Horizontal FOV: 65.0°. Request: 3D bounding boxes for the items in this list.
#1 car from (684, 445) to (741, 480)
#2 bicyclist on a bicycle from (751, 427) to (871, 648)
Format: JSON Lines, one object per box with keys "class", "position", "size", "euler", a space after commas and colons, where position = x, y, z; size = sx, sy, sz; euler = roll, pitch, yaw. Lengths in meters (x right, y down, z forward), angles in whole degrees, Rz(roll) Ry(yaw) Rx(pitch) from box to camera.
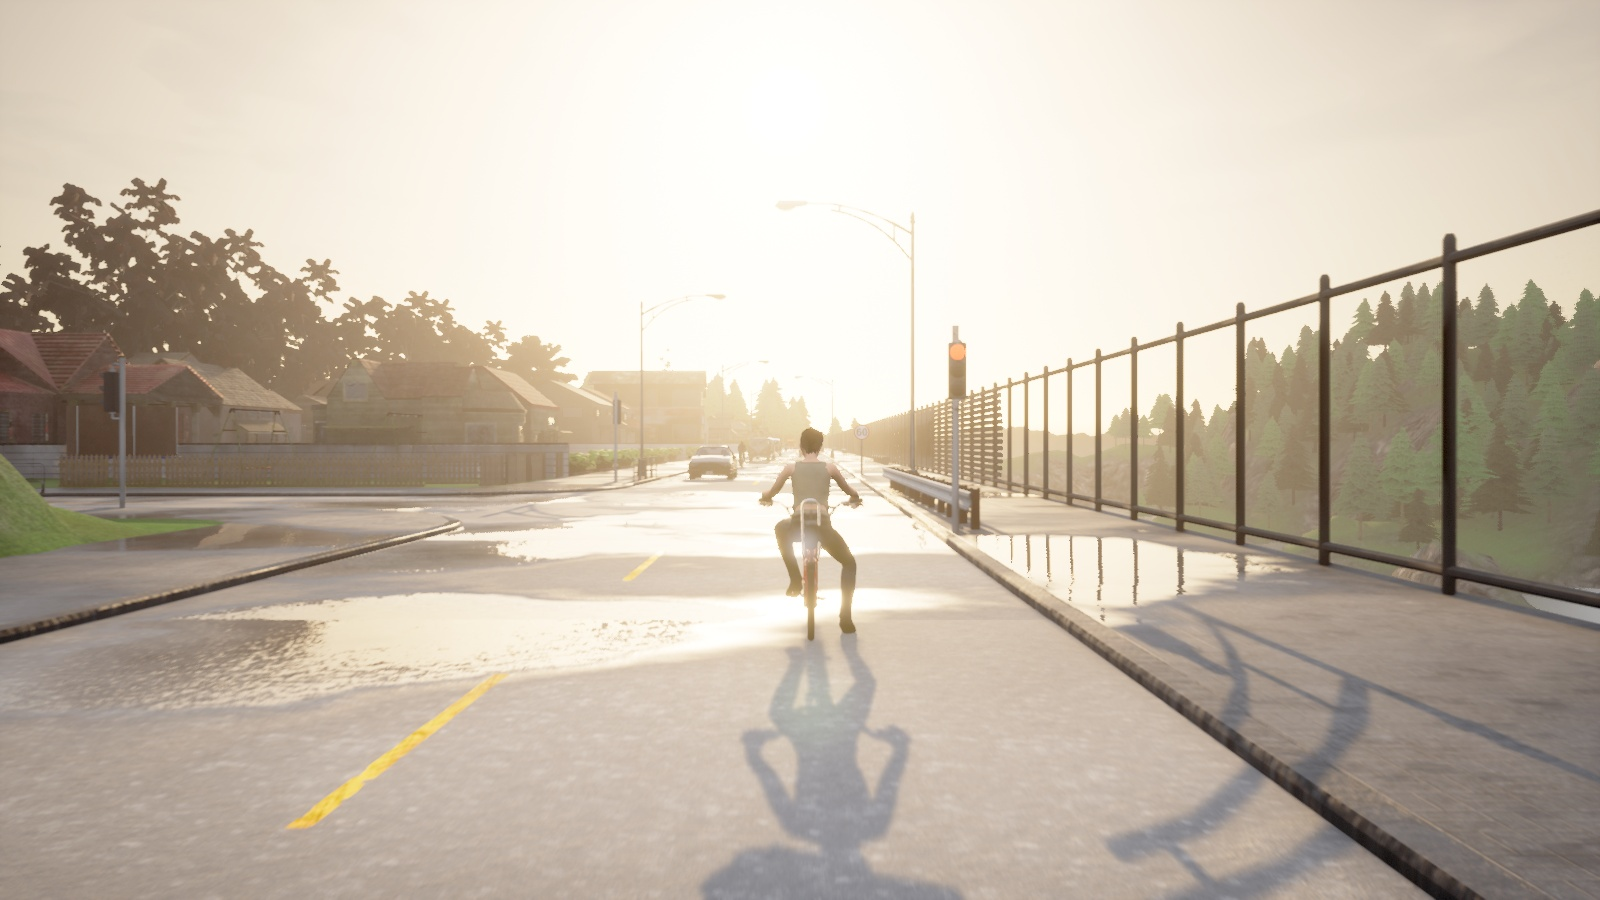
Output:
{"class": "car", "position": [-3.646, 0.497, 53.185], "size": [2.033, 1.411, 5.357], "euler": [0, 0, 0]}
{"class": "bicyclist on a bicycle", "position": [0.083, 0.628, 9.884], "size": [0.866, 1.612, 1.509], "euler": [0, 1, 0]}
